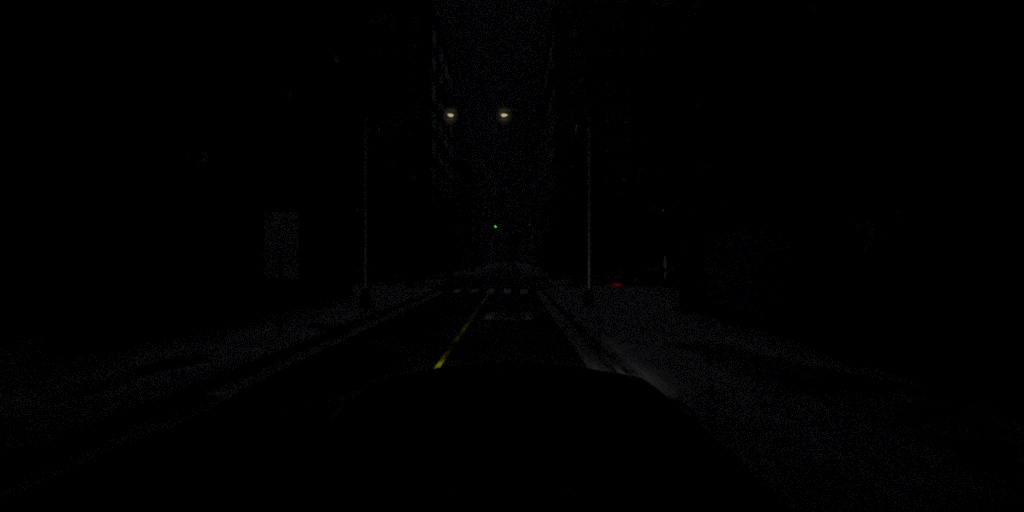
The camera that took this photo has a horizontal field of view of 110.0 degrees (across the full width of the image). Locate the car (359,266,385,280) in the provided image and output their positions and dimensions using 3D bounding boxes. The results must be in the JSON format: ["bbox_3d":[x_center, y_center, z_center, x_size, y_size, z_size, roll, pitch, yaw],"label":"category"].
[{"bbox_3d":[-14.711,1.627,35.173,4.313,1.339,1.948,0,0,0],"label":"car"}]

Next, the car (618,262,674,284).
[{"bbox_3d":[11.417,1.524,29.725,5.008,1.535,1.882,0,0,0],"label":"car"}]

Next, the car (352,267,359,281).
[{"bbox_3d":[-14.731,1.329,27.148,5.009,1.841,2.192,0,0,0],"label":"car"}]
